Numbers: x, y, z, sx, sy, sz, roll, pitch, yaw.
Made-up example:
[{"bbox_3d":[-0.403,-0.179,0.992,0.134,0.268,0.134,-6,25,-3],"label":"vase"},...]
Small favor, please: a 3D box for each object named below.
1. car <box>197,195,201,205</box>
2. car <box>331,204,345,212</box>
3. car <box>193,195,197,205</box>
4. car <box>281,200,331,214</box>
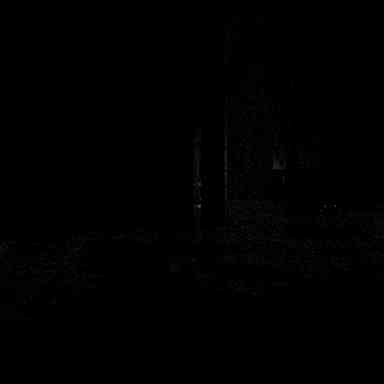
[{"bbox_3d":[0.981,1.336,57.163,2.097,1.767,4.553,0,0,-35],"label":"car"},{"bbox_3d":[14.678,1.584,37.666,1.895,1.301,4.718,0,0,-35],"label":"car"},{"bbox_3d":[-1.674,1.342,55.287,2.097,1.767,4.553,0,0,-35],"label":"car"},{"bbox_3d":[12.005,1.590,35.815,1.895,1.301,4.718,0,0,-35],"label":"car"}]
